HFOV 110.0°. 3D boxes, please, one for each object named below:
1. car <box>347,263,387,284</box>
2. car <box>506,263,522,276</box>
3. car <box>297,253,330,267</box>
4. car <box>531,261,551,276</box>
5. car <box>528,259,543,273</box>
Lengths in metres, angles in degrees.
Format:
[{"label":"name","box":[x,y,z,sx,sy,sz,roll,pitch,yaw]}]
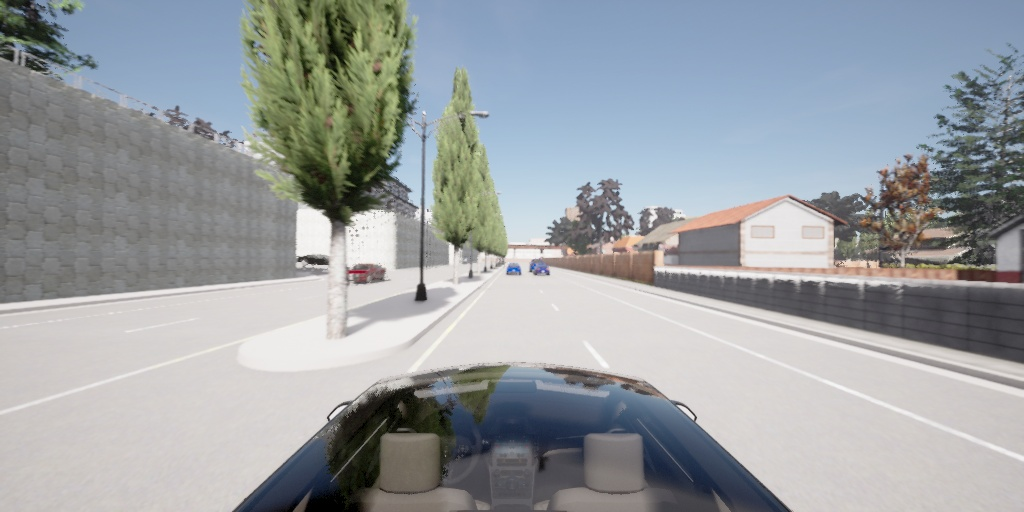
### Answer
[{"label":"car","box":[-11.381,1.306,27.969,1.882,1.535,5.008,1,-1,0]},{"label":"car","box":[0.242,1.623,45.355,1.882,1.535,5.008,1,-1,1]},{"label":"car","box":[-21.238,0.463,40.062,5.008,1.535,1.882,5,0,1]},{"label":"car","box":[3.737,1.717,45.046,1.812,1.442,4.674,1,-1,1]},{"label":"car","box":[3.734,1.499,54.713,2.150,2.045,5.566,1,0,0]}]
